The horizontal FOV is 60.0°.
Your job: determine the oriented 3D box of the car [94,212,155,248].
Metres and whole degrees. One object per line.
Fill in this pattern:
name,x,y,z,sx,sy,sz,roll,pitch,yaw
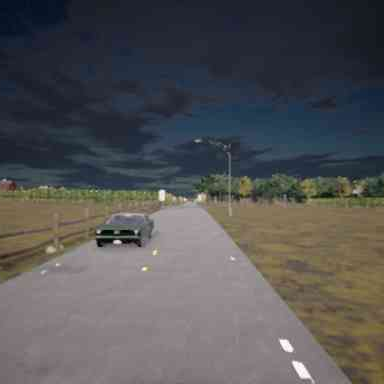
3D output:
car,-2.816,1.595,14.762,1.895,1.301,4.718,0,0,0
